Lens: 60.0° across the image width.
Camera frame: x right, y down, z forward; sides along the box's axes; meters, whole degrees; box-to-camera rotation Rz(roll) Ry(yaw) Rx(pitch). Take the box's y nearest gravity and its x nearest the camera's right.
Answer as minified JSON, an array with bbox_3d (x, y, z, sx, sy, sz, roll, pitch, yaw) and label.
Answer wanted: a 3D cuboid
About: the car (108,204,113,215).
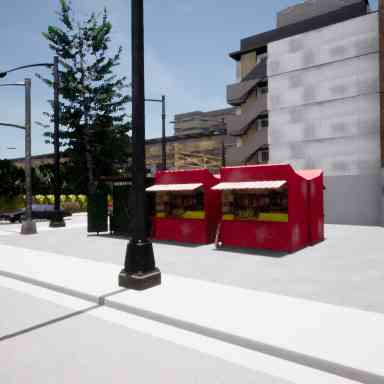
[{"bbox_3d":[-6.893,1.490,34.590,2.097,1.767,4.553,-1,-1,36],"label":"car"}]

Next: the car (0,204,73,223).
[{"bbox_3d":[-12.427,1.686,26.946,2.033,1.411,5.357,-1,-1,36],"label":"car"}]
